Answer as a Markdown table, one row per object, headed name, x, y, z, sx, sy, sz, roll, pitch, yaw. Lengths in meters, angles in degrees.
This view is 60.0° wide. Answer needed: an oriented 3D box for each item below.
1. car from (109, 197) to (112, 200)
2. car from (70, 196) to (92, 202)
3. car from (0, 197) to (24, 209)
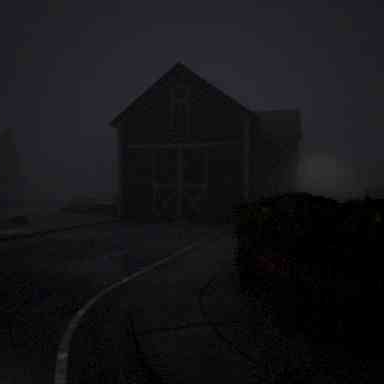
| name | x | y | z | sx | sy | sz | roll | pitch | yaw |
| --- | --- | --- | --- | --- | --- | --- | --- | --- | --- |
| car | -14.774 | 1.303 | 66.423 | 1.895 | 1.301 | 4.718 | 0 | 0 | 14 |
| car | -14.456 | 1.253 | 44.205 | 1.816 | 1.474 | 4.193 | -6 | -1 | 14 |
| car | -22.610 | 1.348 | 39.637 | 2.033 | 1.411 | 5.357 | 0 | 0 | 16 |
